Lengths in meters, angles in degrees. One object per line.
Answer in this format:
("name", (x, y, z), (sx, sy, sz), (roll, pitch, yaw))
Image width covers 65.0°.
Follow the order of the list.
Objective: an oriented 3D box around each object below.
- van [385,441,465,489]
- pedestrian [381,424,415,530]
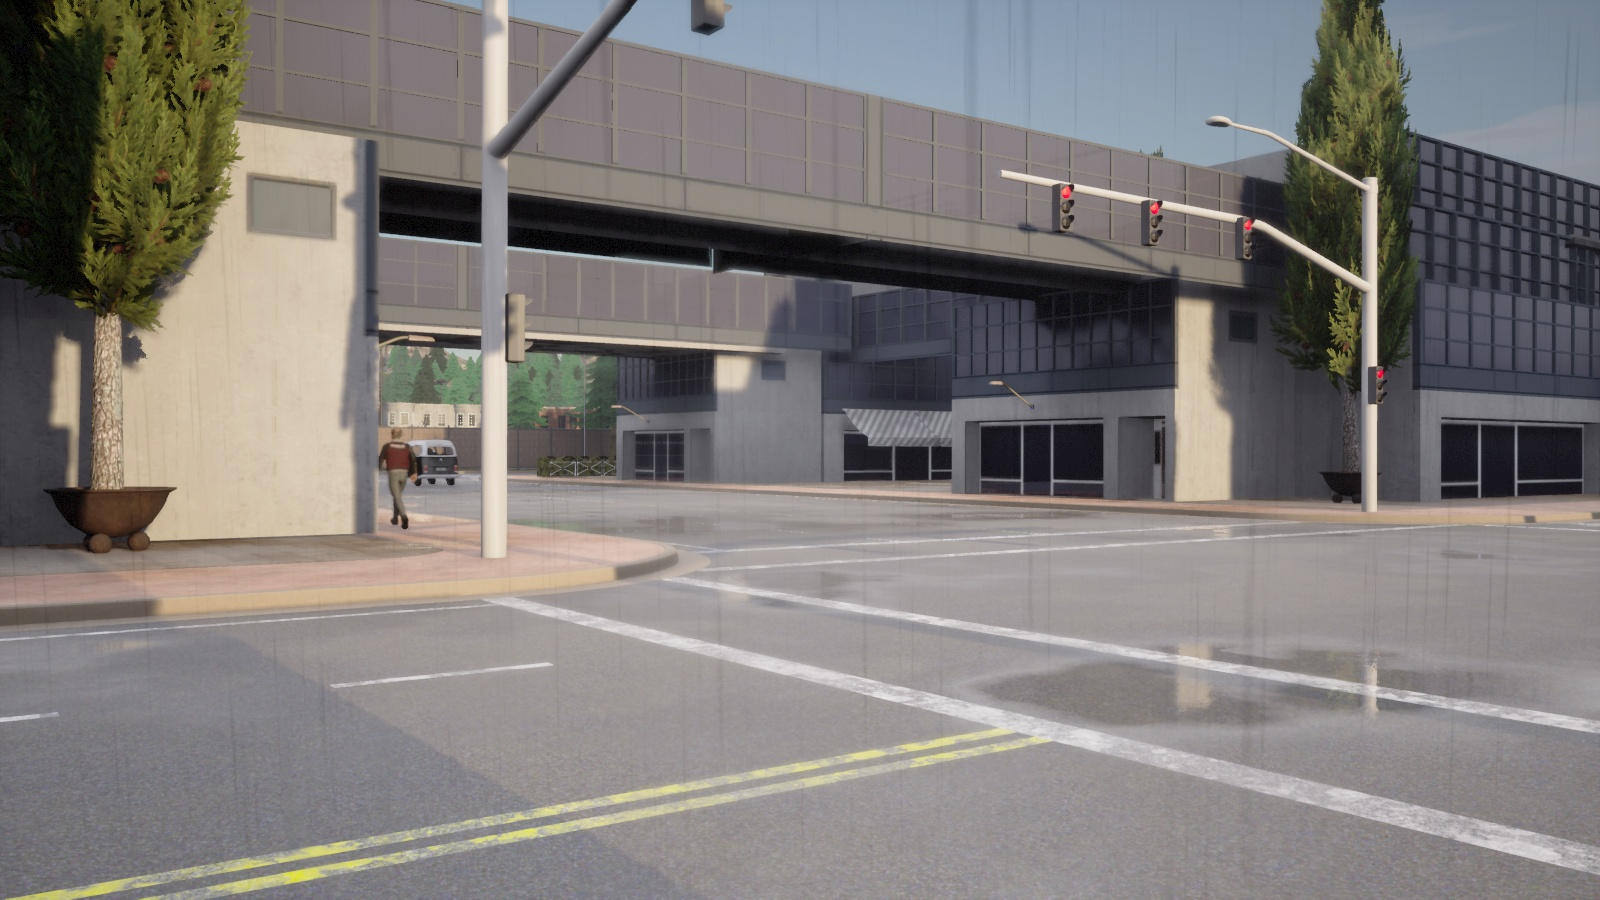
("van", (-16.854, 0.642, 56.281), (2.069, 2.038, 4.480), (0, 0, -36))
("pedestrian", (-7.135, 0.473, 22.267), (0.376, 1.854, 0.720), (0, 0, -36))
